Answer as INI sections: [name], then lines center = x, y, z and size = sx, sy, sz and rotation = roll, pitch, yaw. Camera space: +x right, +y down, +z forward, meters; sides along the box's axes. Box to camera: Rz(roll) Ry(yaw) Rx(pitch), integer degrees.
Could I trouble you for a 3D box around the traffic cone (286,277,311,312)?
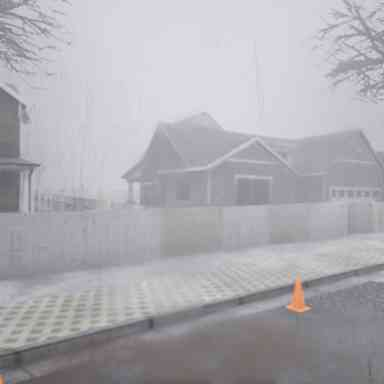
[traffic cone]
center = 2.048, 1.937, 6.390
size = 0.340, 0.580, 0.340
rotation = 0, 0, -34
